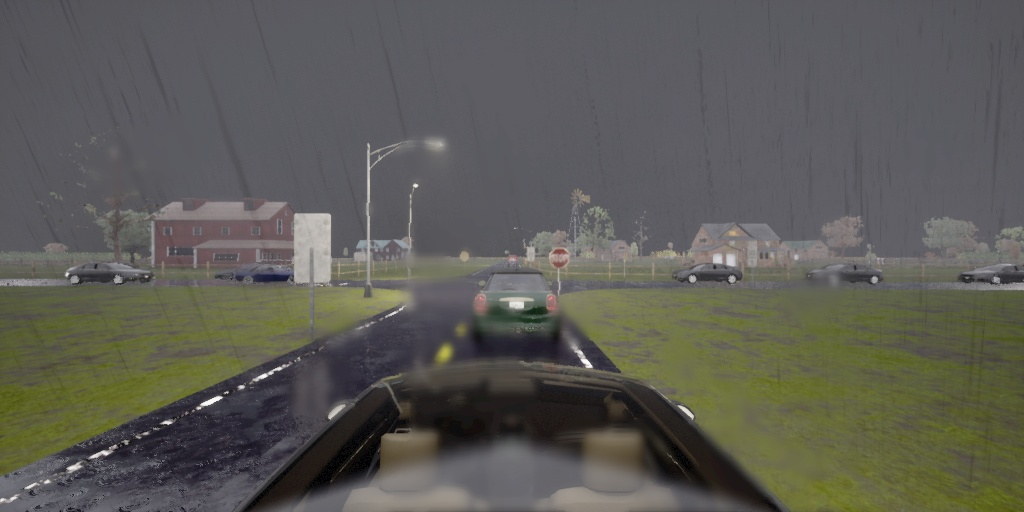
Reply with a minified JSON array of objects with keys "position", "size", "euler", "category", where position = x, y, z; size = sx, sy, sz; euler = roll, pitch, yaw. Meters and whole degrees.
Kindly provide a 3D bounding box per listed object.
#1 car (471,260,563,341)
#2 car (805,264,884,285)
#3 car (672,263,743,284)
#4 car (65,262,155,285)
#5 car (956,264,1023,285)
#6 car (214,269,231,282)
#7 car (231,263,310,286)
[{"position":[0.119,1.098,10.006],"size":[2.097,1.767,4.553],"euler":[0,0,0],"category":"car"},{"position":[24.862,1.329,26.922],"size":[4.892,1.490,1.837],"euler":[0,0,1],"category":"car"},{"position":[14.648,1.289,27.023],"size":[4.892,1.490,1.837],"euler":[0,0,1],"category":"car"},{"position":[-27.353,1.168,24.480],"size":[4.892,1.490,1.837],"euler":[0,0,0],"category":"car"},{"position":[36.451,1.380,26.798],"size":[4.892,1.490,1.837],"euler":[0,0,1],"category":"car"},{"position":[-19.454,1.222,27.425],"size":[5.357,1.411,2.033],"euler":[0,0,0],"category":"car"},{"position":[-15.854,1.294,24.333],"size":[4.718,1.301,1.895],"euler":[0,0,1],"category":"car"}]
